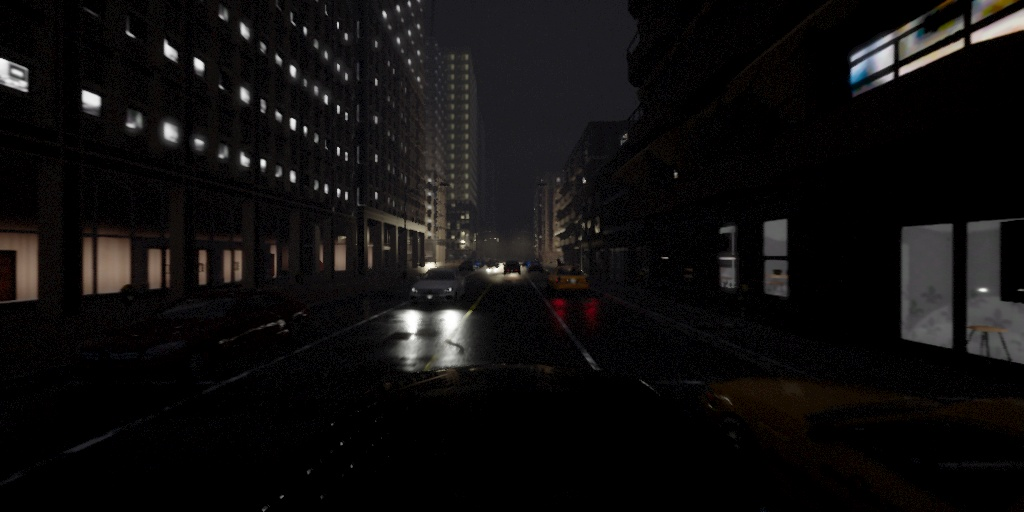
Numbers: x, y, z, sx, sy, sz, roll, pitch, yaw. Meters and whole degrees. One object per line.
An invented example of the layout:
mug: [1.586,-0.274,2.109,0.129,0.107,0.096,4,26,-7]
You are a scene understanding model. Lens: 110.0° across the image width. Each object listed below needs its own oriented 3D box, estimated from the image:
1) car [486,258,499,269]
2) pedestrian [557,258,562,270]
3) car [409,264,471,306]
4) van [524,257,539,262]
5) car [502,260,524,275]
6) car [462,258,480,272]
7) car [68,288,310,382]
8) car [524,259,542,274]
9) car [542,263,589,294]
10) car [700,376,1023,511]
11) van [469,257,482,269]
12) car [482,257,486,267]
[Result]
car: [-3.077,1.238,58.150,2.128,1.511,4.902,0,0,1]
pedestrian: [2.990,1.037,23.122,0.375,1.860,0.375,0,0,-2]
car: [-3.107,1.270,15.867,1.812,1.442,4.674,0,0,0]
van: [2.670,1.084,46.618,1.690,1.789,3.998,0,0,0]
car: [0.033,1.248,38.561,1.837,1.490,4.892,0,0,1]
car: [-5.710,1.309,46.614,1.948,1.339,4.313,0,0,0]
car: [-5.692,1.329,7.074,1.802,1.307,4.207,0,0,0]
car: [2.672,1.325,40.969,1.802,1.307,4.207,0,0,0]
car: [2.991,1.200,20.130,1.801,1.575,5.366,0,0,0]
car: [2.690,1.276,1.599,1.751,1.417,4.829,0,0,0]
van: [-5.714,1.085,52.262,1.690,1.789,3.998,0,0,0]
car: [-5.716,1.296,57.911,2.007,1.370,4.403,0,0,0]
